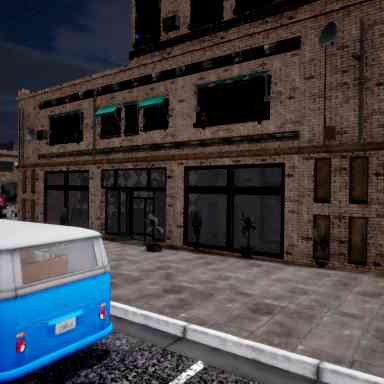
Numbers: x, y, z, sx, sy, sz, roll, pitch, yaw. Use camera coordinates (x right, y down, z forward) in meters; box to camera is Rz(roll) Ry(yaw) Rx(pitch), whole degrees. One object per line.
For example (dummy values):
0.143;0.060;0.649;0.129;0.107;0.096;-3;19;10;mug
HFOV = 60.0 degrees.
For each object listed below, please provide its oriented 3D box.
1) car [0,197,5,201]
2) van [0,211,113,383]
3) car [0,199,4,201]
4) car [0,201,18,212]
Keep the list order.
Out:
-22.873;1.411;36.230;2.192;1.841;5.009;0;0;36;car
-2.995;1.340;4.998;3.998;1.788;1.690;0;1;36;van
-21.783;1.684;33.348;1.994;1.385;4.181;1;0;36;car
-16.121;1.793;31.270;1.947;1.339;4.313;0;0;36;car
